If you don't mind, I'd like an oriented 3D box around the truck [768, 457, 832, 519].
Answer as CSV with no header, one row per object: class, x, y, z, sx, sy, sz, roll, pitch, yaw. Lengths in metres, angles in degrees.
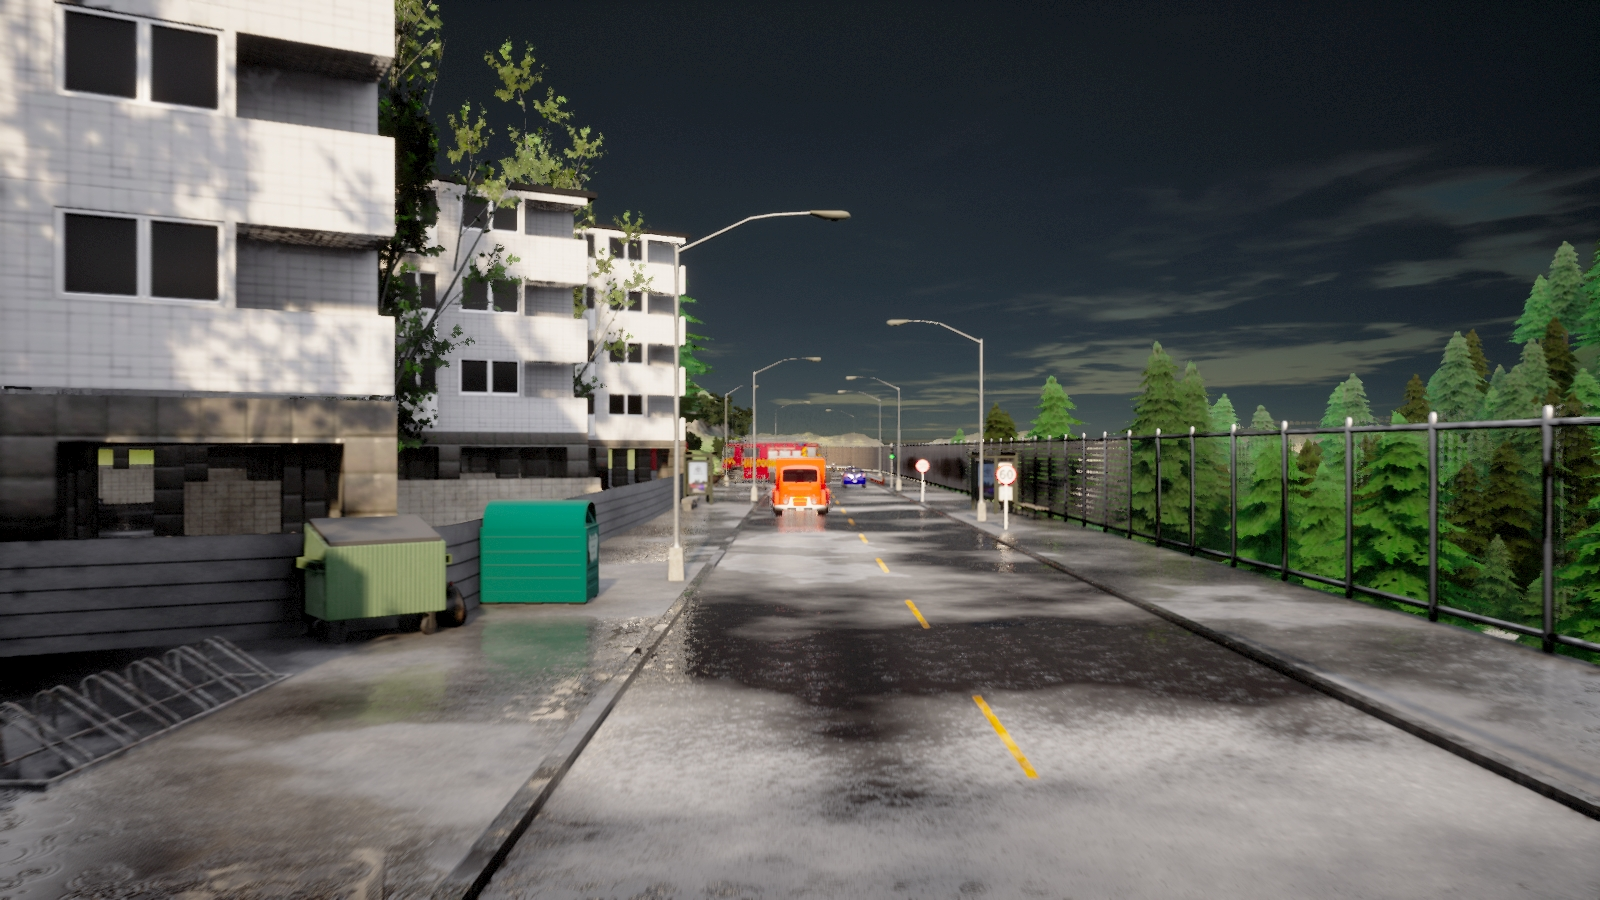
truck,0.024,1.568,49.188,2.627,2.467,5.204,0,0,1
